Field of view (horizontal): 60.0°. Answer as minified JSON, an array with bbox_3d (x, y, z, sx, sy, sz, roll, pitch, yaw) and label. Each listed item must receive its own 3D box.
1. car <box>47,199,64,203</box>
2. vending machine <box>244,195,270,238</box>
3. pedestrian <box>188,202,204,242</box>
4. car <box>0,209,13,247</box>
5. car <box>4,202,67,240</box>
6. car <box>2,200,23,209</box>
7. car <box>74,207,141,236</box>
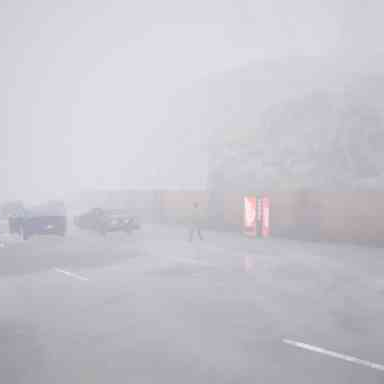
[{"bbox_3d":[-13.696,1.497,33.143,1.837,1.490,4.892,0,0,-28],"label":"car"},{"bbox_3d":[3.308,1.194,16.911,0.880,2.100,1.100,0,0,44],"label":"vending machine"},{"bbox_3d":[0.202,1.292,14.810,0.375,1.860,0.375,0,0,45],"label":"pedestrian"},{"bbox_3d":[-8.701,1.489,12.553,2.128,1.511,4.902,0,0,-42],"label":"car"},{"bbox_3d":[-8.111,1.473,17.280,1.882,1.535,5.008,0,0,-39],"label":"car"},{"bbox_3d":[-16.470,1.497,30.909,1.837,1.490,4.892,0,0,-28],"label":"car"},{"bbox_3d":[-4.884,1.544,18.668,2.033,1.411,5.357,0,0,-39],"label":"car"}]
